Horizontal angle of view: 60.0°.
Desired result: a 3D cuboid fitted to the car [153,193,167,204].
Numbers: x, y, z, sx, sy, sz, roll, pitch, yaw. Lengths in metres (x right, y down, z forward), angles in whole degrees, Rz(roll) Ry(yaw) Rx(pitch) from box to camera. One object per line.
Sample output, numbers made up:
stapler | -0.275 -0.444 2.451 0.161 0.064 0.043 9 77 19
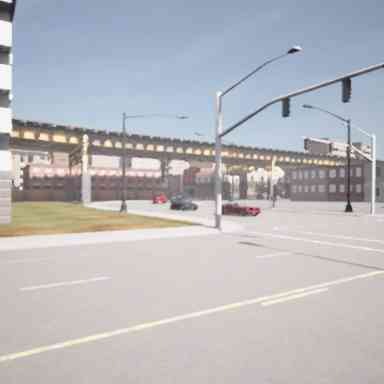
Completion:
car | -6.072 1.235 63.493 2.150 2.045 5.566 0 0 3

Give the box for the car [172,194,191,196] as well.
car | -2.912 1.563 73.749 2.128 1.511 4.902 0 0 32

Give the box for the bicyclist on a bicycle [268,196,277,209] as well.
bicyclist on a bicycle | 10.472 1.390 43.267 1.656 1.620 0.582 0 0 -34

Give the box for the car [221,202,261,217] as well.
car | 4.500 1.648 32.400 1.895 1.301 4.718 0 0 -34

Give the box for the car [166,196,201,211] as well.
car | -1.017 1.587 40.795 1.994 1.385 4.181 0 0 -33
